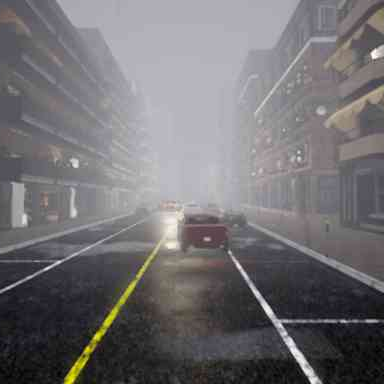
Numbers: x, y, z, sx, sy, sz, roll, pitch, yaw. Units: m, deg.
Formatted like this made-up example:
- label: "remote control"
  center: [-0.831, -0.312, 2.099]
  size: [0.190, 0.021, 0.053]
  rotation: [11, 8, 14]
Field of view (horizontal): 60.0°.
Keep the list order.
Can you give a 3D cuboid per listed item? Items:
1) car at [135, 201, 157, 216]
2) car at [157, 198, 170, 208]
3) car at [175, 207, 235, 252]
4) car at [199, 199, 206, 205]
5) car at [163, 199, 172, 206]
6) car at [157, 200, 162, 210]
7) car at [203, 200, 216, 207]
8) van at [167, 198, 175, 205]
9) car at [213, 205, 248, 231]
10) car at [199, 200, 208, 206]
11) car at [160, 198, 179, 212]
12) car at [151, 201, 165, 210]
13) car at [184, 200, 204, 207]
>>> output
- label: "car"
  center: [-5.683, 2.042, 39.433]
  size: [2.008, 1.369, 4.403]
  rotation: [0, -1, 0]
- label: "car"
  center: [-5.678, 2.153, 67.616]
  size: [2.192, 1.841, 5.009]
  rotation: [0, -1, 0]
- label: "car"
  center: [0.379, 1.666, 14.970]
  size: [1.882, 1.535, 5.008]
  rotation: [0, -1, -5]
- label: "car"
  center: [2.704, 2.644, 90.321]
  size: [1.752, 1.417, 4.829]
  rotation: [0, -1, 0]
- label: "car"
  center: [-5.677, 2.500, 78.714]
  size: [1.752, 1.417, 4.829]
  rotation: [0, -1, 0]
- label: "car"
  center: [-5.683, 2.111, 45.069]
  size: [2.008, 1.369, 4.403]
  rotation: [0, -1, 0]
- label: "car"
  center: [2.699, 2.088, 45.234]
  size: [1.752, 1.417, 4.829]
  rotation: [0, -1, 0]
- label: "van"
  center: [-5.675, 2.457, 90.158]
  size: [1.690, 1.788, 3.998]
  rotation: [0, -1, 0]
- label: "car"
  center: [2.695, 1.833, 22.520]
  size: [2.008, 1.369, 4.403]
  rotation: [0, -1, 0]
- label: "car"
  center: [2.703, 2.559, 78.878]
  size: [1.802, 1.307, 4.206]
  rotation: [0, -1, 0]
- label: "car"
  center: [-3.043, 1.964, 49.346]
  size: [2.097, 1.767, 4.553]
  rotation: [0, -1, 0]
- label: "car"
  center: [-5.681, 2.244, 56.341]
  size: [1.887, 1.381, 4.507]
  rotation: [0, -1, 0]
- label: "car"
  center: [0.104, 2.004, 38.420]
  size: [1.812, 1.442, 4.674]
  rotation: [0, -1, 0]
